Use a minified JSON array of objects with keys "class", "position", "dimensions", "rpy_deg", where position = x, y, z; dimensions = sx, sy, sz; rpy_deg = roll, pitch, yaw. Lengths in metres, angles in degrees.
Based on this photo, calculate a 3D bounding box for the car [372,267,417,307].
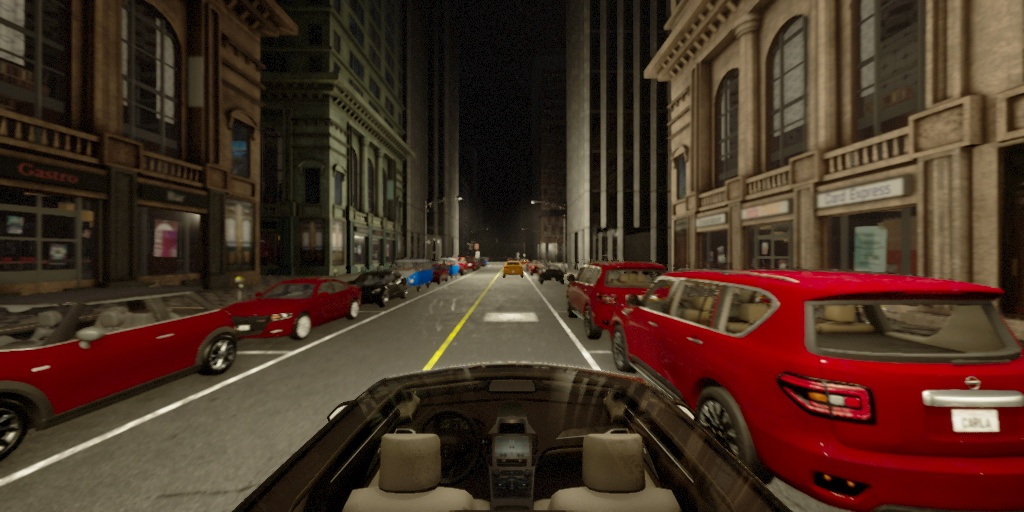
[{"class":"car","position":[-5.759,1.316,15.403],"dimensions":[1.948,1.339,4.313],"rpy_deg":[0,0,0]}]

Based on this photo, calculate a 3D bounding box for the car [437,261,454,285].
[{"class":"car","position":[-5.757,1.298,26.285],"dimensions":[1.888,1.381,4.507],"rpy_deg":[0,0,0]}]

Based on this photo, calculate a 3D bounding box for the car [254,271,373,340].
[{"class":"car","position":[-5.760,1.295,9.961],"dimensions":[1.888,1.381,4.507],"rpy_deg":[0,0,0]}]

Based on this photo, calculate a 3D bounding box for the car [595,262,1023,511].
[{"class":"car","position":[2.764,1.065,4.527],"dimensions":[2.192,1.841,5.009],"rpy_deg":[0,0,0]}]

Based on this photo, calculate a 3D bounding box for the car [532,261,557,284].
[{"class":"car","position":[2.769,1.304,26.290],"dimensions":[2.007,1.370,4.403],"rpy_deg":[0,0,0]}]

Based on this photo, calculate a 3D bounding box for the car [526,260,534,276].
[{"class":"car","position":[2.771,1.196,37.172],"dimensions":[1.967,1.591,4.097],"rpy_deg":[0,0,0]}]

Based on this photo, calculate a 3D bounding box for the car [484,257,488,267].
[{"class":"car","position":[-5.748,1.366,64.371],"dimensions":[1.802,1.307,4.207],"rpy_deg":[0,0,0]}]

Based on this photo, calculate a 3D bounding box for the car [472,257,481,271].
[{"class":"car","position":[-5.752,1.073,48.050],"dimensions":[2.192,1.841,5.009],"rpy_deg":[0,0,0]}]

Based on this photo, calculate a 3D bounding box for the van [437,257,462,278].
[{"class":"van","position":[-5.756,1.095,31.727],"dimensions":[1.690,1.789,3.998],"rpy_deg":[0,0,0]}]

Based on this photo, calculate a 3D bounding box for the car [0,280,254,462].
[{"class":"car","position":[-5.762,1.189,4.521],"dimensions":[1.967,1.591,4.097],"rpy_deg":[0,0,0]}]

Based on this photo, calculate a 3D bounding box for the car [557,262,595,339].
[{"class":"car","position":[2.765,1.065,9.968],"dimensions":[2.192,1.841,5.009],"rpy_deg":[0,0,0]}]

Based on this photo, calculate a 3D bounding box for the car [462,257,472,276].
[{"class":"car","position":[-5.754,1.070,37.168],"dimensions":[2.192,1.841,5.009],"rpy_deg":[0,0,0]}]

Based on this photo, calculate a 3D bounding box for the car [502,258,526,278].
[{"class":"car","position":[0.108,1.233,34.542],"dimensions":[1.882,1.535,5.008],"rpy_deg":[0,0,0]}]

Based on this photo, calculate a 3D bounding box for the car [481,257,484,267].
[{"class":"car","position":[-5.750,1.202,53.491],"dimensions":[1.967,1.591,4.097],"rpy_deg":[0,0,0]}]

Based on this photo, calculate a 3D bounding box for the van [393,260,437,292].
[{"class":"van","position":[-5.758,1.093,20.844],"dimensions":[1.690,1.789,3.998],"rpy_deg":[0,0,0]}]
